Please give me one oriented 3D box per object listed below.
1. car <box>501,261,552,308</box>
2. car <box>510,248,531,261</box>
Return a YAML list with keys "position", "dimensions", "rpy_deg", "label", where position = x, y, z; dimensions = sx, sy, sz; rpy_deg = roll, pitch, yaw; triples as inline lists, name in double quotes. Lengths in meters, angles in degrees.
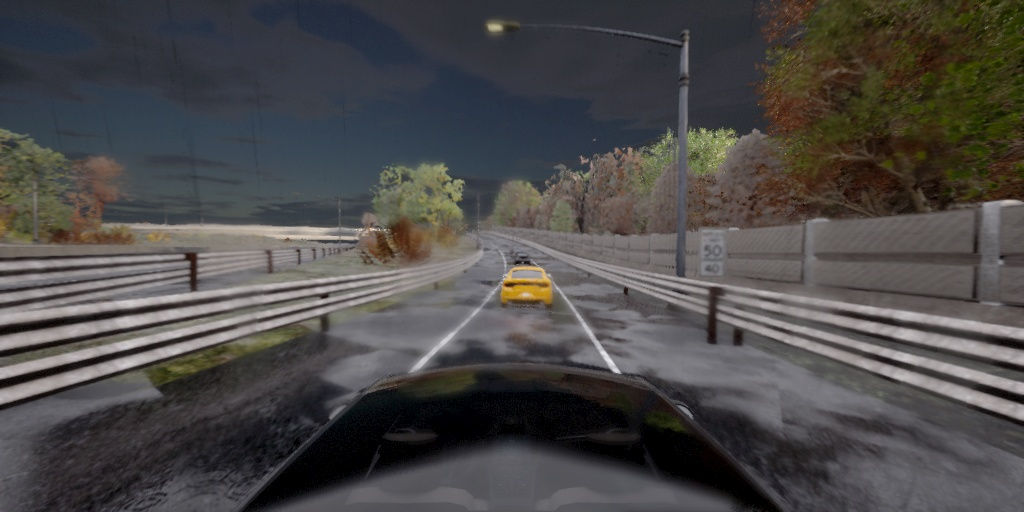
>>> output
- position: [0.638, 1.184, 15.059]
  dimensions: [1.882, 1.535, 5.008]
  rpy_deg: [1, 1, 3]
  label: "car"
- position: [1.041, 0.296, 39.994]
  dimensions: [1.837, 1.490, 4.892]
  rpy_deg: [1, 3, -2]
  label: "car"
